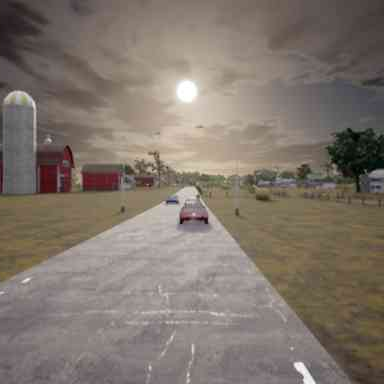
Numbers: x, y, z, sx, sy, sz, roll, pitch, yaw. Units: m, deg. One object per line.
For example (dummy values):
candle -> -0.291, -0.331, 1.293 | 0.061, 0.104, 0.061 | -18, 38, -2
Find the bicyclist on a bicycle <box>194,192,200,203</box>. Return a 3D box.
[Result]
bicyclist on a bicycle -> 0.762, 0.878, 50.124 | 0.866, 1.612, 1.509 | 0, 1, 0

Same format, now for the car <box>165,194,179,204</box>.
car -> -2.814, 1.015, 48.665 | 2.033, 1.411, 5.357 | 0, 1, 0

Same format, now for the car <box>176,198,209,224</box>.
car -> 0.110, 1.360, 23.119 | 1.994, 1.385, 4.181 | 0, 1, -1

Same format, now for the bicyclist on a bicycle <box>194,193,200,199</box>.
bicyclist on a bicycle -> 0.763, 1.047, 41.132 | 0.582, 1.620, 1.656 | 0, 1, 0
